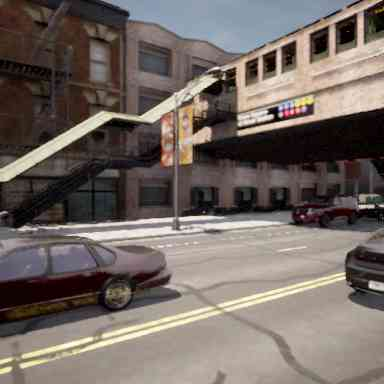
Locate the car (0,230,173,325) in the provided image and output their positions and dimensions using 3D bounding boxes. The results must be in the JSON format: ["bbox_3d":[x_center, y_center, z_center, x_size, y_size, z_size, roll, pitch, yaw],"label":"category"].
[{"bbox_3d":[-2.975,1.549,6.170,5.357,1.411,2.033,0,0,-36],"label":"car"}]

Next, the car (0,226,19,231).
[{"bbox_3d":[-6.372,1.493,8.043,4.902,1.511,2.128,0,0,-36],"label":"car"}]

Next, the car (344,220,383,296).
[{"bbox_3d":[5.432,1.506,7.624,4.892,1.490,1.837,0,0,-36],"label":"car"}]

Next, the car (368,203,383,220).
[{"bbox_3d":[15.301,1.598,27.187,4.718,1.301,1.895,0,0,-36],"label":"car"}]

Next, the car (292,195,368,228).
[{"bbox_3d":[9.305,1.232,22.857,5.566,2.045,2.435,0,0,-36],"label":"car"}]
